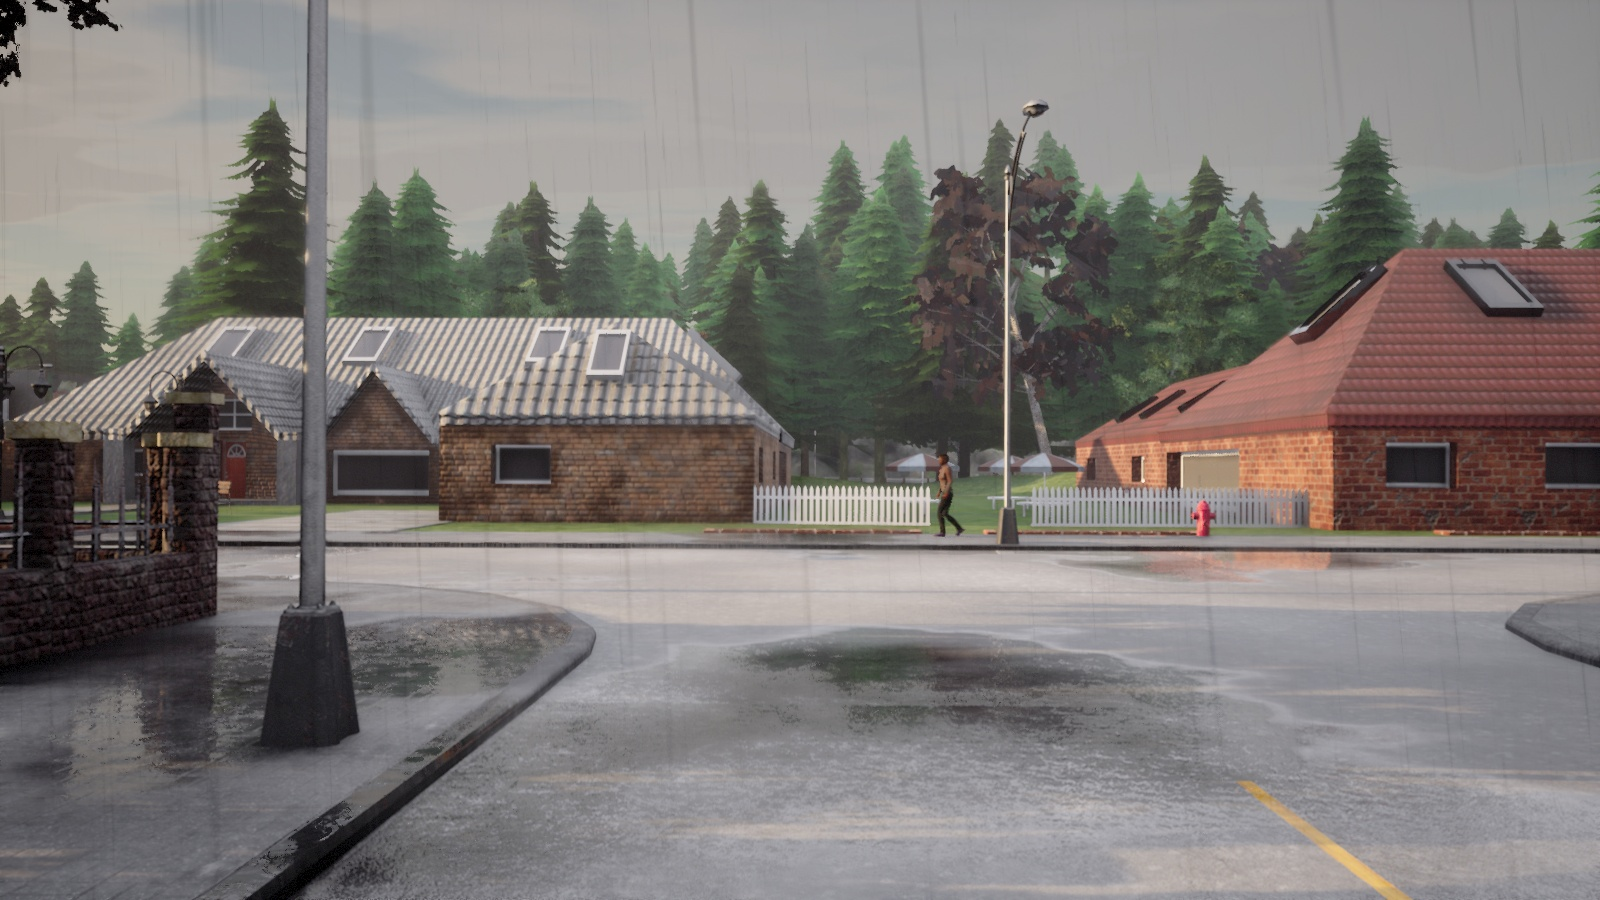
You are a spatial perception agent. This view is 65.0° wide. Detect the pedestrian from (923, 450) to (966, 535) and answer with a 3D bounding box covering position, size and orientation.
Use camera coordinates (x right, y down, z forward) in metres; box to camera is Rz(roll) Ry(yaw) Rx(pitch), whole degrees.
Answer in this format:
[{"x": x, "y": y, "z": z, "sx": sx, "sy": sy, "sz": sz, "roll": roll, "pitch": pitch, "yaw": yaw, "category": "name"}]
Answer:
[{"x": 3.088, "y": 0.904, "z": 26.835, "sx": 0.869, "sy": 1.805, "sz": 0.328, "roll": 0, "pitch": -1, "yaw": -1, "category": "pedestrian"}]
